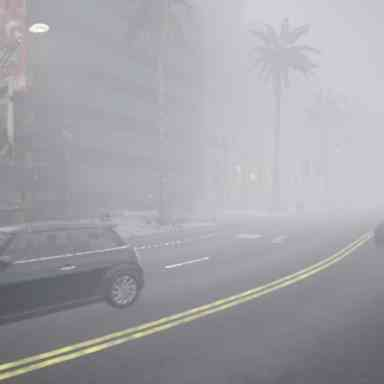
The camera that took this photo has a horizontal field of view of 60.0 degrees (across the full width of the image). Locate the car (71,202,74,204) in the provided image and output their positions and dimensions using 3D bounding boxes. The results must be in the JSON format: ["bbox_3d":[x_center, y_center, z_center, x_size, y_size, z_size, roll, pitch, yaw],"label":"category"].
[{"bbox_3d":[-21.036,1.916,52.537,1.895,1.301,4.718,-1,0,36],"label":"car"}]

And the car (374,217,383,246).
[{"bbox_3d":[9.513,1.615,14.872,1.994,1.385,4.181,-1,0,37],"label":"car"}]

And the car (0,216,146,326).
[{"bbox_3d":[-3.222,1.412,6.280,4.553,1.767,2.097,0,-1,-39],"label":"car"}]

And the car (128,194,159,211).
[{"bbox_3d":[-5.542,1.336,42.404,2.435,2.045,5.566,-1,0,36],"label":"car"}]

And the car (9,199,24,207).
[{"bbox_3d":[-30.206,1.959,59.655,2.161,1.482,4.786,-1,0,36],"label":"car"}]
